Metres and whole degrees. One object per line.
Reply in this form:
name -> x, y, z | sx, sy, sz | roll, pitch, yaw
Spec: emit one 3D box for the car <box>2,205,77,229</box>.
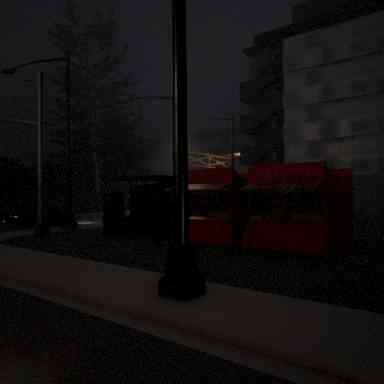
car -> -9.990, 1.598, 22.082 | 1.812, 1.442, 4.674 | -1, -1, 37
